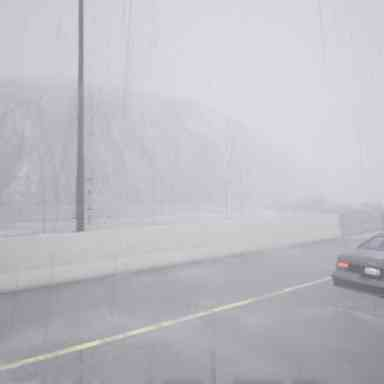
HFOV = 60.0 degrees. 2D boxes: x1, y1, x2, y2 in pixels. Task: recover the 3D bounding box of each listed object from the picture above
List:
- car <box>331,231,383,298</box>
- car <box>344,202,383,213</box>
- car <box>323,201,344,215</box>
[{"bbox_3d":[5.450,1.589,7.971,5.357,1.411,2.033,0,0,-38],"label":"car"},{"bbox_3d":[17.242,1.708,32.490,5.357,1.411,2.033,0,0,-43],"label":"car"},{"bbox_3d":[15.787,1.719,35.908,5.357,1.411,2.033,0,0,-43],"label":"car"}]
